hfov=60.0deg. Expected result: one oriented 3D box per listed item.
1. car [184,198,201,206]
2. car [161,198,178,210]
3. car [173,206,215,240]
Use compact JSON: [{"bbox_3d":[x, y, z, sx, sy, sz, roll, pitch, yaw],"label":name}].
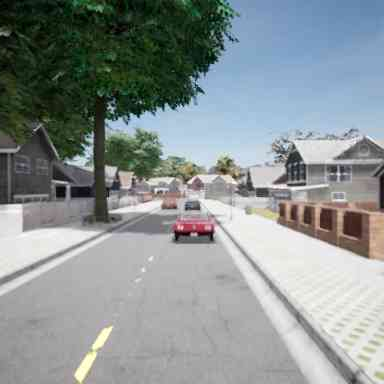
[{"bbox_3d":[0.080,1.482,40.062,2.128,1.511,4.902,0,0,0],"label":"car"},{"bbox_3d":[-2.830,1.467,42.282,1.882,1.535,5.008,0,0,0],"label":"car"},{"bbox_3d":[0.092,1.600,16.846,1.895,1.301,4.718,0,0,0],"label":"car"}]
